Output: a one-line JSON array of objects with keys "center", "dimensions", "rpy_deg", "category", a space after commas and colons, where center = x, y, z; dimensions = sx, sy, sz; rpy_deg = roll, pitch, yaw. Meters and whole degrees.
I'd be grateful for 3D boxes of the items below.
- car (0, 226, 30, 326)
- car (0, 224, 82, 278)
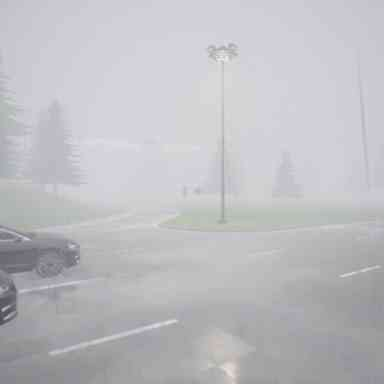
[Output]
[{"center": [-5.081, 1.492, 4.422], "dimensions": [4.902, 1.511, 2.128], "rpy_deg": [0, 0, -35], "category": "car"}, {"center": [-5.396, 1.492, 8.496], "dimensions": [4.902, 1.511, 2.128], "rpy_deg": [0, 0, -35], "category": "car"}]
